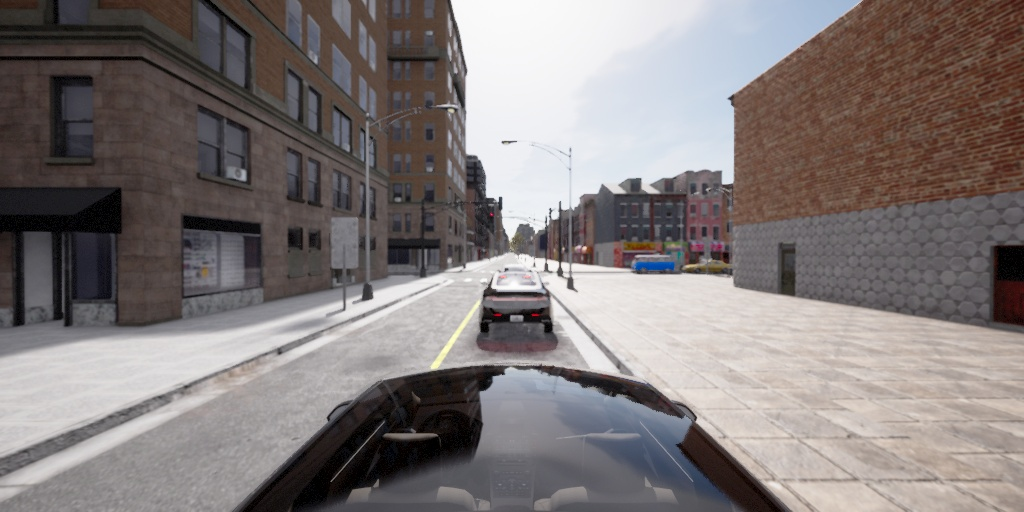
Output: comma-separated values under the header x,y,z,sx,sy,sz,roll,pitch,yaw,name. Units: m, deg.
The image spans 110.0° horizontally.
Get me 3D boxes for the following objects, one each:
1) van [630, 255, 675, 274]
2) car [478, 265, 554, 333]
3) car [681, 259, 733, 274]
x,y,z,sx,sy,sz,roll,pitch,yaw,name
13.785,0.820,35.157,3.998,1.789,1.690,0,0,0,van
0.111,1.171,10.458,2.128,1.511,4.902,0,0,0,car
19.227,1.001,35.140,4.829,1.417,1.751,0,0,0,car
